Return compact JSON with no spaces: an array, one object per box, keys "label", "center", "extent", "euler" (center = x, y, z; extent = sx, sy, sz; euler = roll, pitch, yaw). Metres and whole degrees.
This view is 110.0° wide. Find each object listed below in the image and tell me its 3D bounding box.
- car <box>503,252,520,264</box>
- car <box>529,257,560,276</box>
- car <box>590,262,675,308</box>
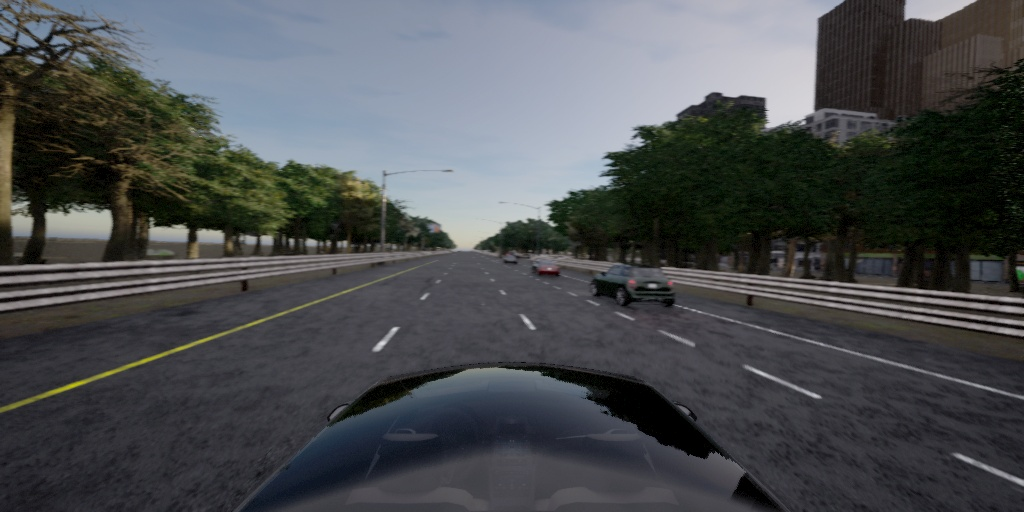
[{"label":"car","center":[-0.361,0.589,59.495],"extent":[1.994,1.385,4.181],"euler":[2,1,-7]},{"label":"car","center":[2.975,1.043,32.706],"extent":[1.994,1.385,4.181],"euler":[2,1,-7]},{"label":"car","center":[5.098,1.117,15.784],"extent":[2.097,1.767,4.553],"euler":[2,1,-7]}]
